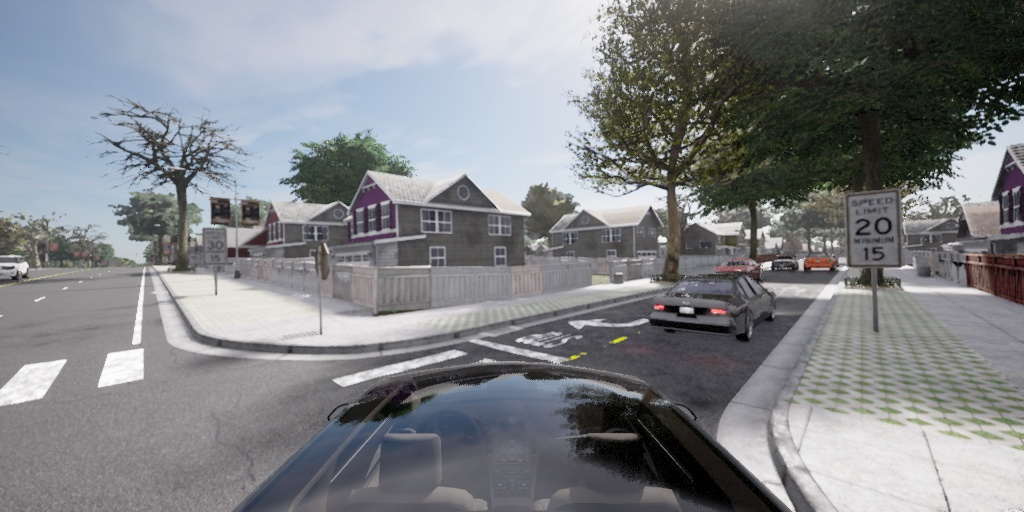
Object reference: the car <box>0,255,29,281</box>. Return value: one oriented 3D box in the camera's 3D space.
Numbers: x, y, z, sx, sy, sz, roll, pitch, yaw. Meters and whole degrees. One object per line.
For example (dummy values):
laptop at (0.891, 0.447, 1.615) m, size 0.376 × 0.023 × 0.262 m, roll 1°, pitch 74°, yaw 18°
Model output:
car at (-41.869, 0.970, 29.416) m, size 5.566 × 2.045 × 2.150 m, roll -1°, pitch 1°, yaw 45°

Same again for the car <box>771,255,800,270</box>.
car at (27.869, 0.662, 36.567) m, size 1.812 × 1.442 × 4.674 m, roll -2°, pitch -1°, yaw 44°

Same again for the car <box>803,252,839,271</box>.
car at (28.444, 0.432, 33.115) m, size 2.097 × 1.767 × 4.553 m, roll -2°, pitch -1°, yaw 44°

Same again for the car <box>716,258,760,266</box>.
car at (14.199, 0.891, 22.543) m, size 1.882 × 1.535 × 5.008 m, roll -2°, pitch 0°, yaw 44°

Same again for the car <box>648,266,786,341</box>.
car at (5.409, 1.146, 9.334) m, size 2.033 × 1.411 × 5.357 m, roll -2°, pitch 0°, yaw 44°
